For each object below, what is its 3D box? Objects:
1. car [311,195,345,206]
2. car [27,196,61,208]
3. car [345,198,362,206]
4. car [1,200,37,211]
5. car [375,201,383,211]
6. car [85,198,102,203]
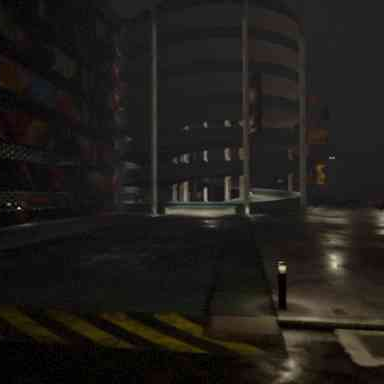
[{"bbox_3d":[25.118,1.597,62.563,2.150,2.045,5.566,0,-1,-33],"label":"car"},{"bbox_3d":[-24.249,1.595,54.569,5.566,2.045,2.435,0,0,8],"label":"car"},{"bbox_3d":[29.171,1.832,62.515,1.882,1.535,5.008,0,-1,-35],"label":"car"},{"bbox_3d":[-15.536,1.619,27.032,4.674,1.452,2.002,0,0,8],"label":"car"},{"bbox_3d":[25.282,1.755,41.866,2.033,1.411,5.357,0,0,-2],"label":"car"},{"bbox_3d":[-26.681,2.347,90.182,4.892,1.521,2.231,0,0,8],"label":"car"}]
